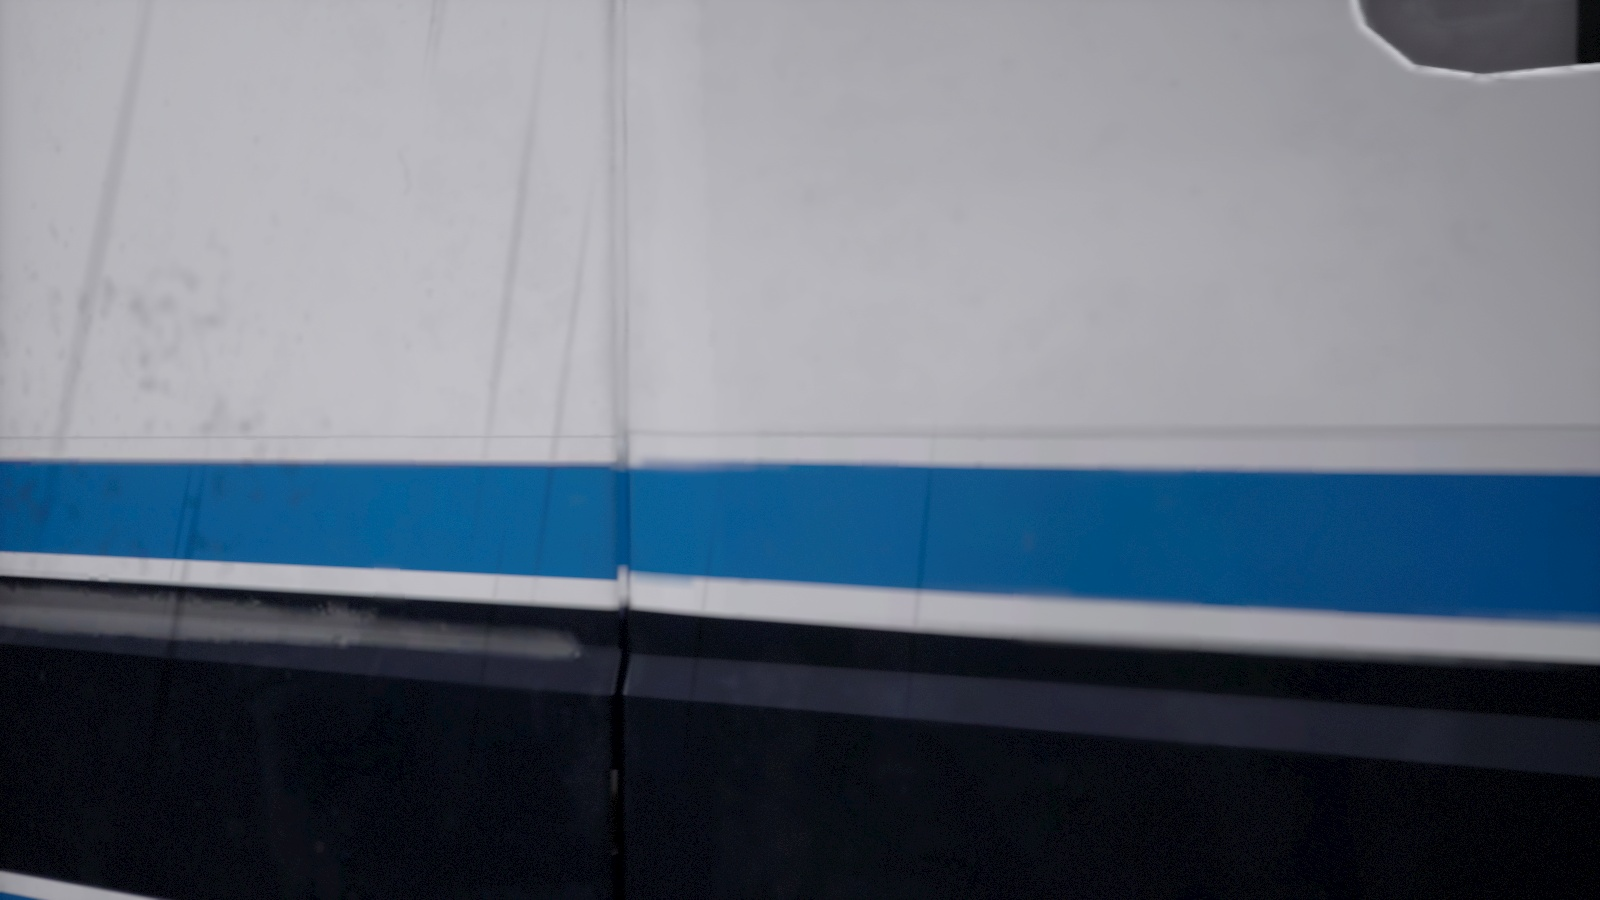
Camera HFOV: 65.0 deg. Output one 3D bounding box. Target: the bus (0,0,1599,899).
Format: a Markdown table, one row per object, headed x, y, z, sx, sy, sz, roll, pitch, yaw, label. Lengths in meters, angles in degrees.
| x | y | z | sx | sy | sz | roll | pitch | yaw | label |
| --- | --- | --- | --- | --- | --- | --- | --- | --- | --- |
| -0.352 | -0.601 | 3.228 | 10.273 | 4.253 | 3.944 | 1 | 1 | 22 | bus |
